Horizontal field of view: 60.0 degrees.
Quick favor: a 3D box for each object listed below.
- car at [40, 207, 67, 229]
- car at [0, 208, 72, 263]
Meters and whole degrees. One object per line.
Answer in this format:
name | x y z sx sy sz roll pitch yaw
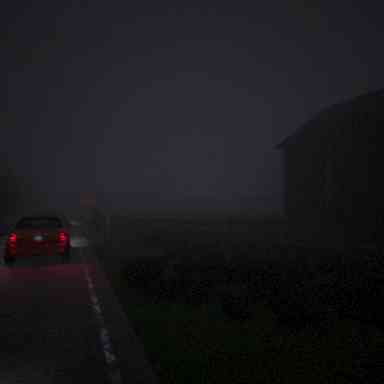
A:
car | -11.331 2.096 27.454 1.882 1.535 5.008 2 -2 -21
car | -6.037 1.652 13.450 2.097 1.767 4.553 2 -2 -21
